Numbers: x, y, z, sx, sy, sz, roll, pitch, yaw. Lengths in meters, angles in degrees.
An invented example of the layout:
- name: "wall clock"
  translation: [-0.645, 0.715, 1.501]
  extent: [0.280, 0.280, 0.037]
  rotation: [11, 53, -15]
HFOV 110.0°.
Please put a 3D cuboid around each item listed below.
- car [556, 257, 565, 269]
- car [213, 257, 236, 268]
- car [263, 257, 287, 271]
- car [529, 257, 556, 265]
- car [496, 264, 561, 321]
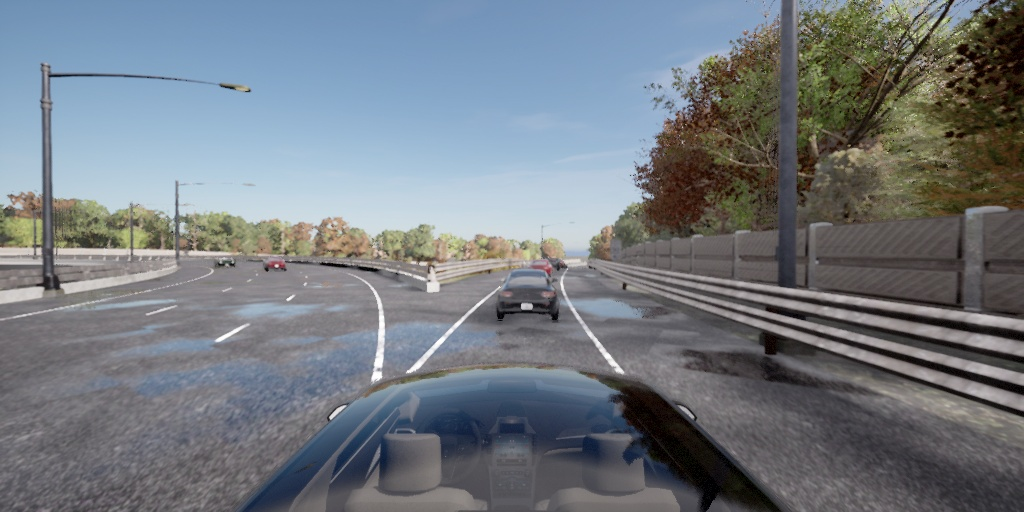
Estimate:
- name: "car"
  translation: [4.706, 0.899, 41.998]
  extent: [2.128, 1.511, 4.902]
  rotation: [0, 0, 10]
- name: "car"
  translation: [-37.893, 0.816, 47.228]
  extent: [4.718, 1.301, 1.895]
  rotation: [1, 1, 45]
- name: "car"
  translation: [-25.928, 0.841, 39.145]
  extent: [1.812, 1.442, 4.674]
  rotation: [0, 1, -38]
- name: "car"
  translation: [2.276, 0.983, 28.472]
  extent: [1.812, 1.442, 4.674]
  rotation: [0, 1, 9]
- name: "car"
  translation: [0.549, 1.163, 11.912]
  extent: [1.812, 1.442, 4.674]
  rotation: [0, 1, 4]
